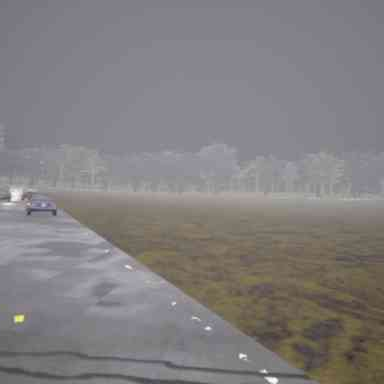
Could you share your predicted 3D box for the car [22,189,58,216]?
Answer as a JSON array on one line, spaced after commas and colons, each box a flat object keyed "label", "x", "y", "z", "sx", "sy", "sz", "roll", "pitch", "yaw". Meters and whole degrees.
[{"label": "car", "x": -10.460, "y": 0.789, "z": 23.088, "sx": 2.033, "sy": 1.411, "sz": 5.357, "roll": 4, "pitch": 0, "yaw": -28}]

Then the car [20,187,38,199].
[{"label": "car", "x": -18.038, "y": 0.197, "z": 37.371, "sx": 1.812, "sy": 1.442, "sz": 4.674, "roll": 4, "pitch": 0, "yaw": -27}]

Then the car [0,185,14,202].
[{"label": "car", "x": -18.622, "y": 0.150, "z": 32.491, "sx": 1.837, "sy": 1.490, "sz": 4.892, "roll": 4, "pitch": 0, "yaw": -28}]
